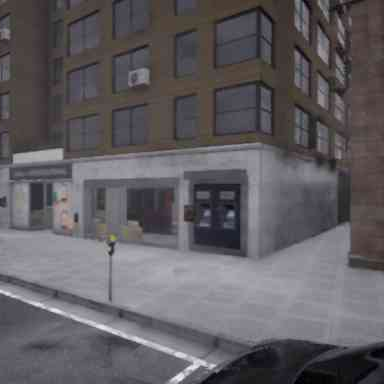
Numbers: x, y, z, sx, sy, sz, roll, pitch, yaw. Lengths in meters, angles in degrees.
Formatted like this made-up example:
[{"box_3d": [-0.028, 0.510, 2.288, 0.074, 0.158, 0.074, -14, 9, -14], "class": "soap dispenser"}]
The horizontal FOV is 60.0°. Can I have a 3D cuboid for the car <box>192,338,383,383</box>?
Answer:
[{"box_3d": [1.837, 1.565, 1.761, 4.313, 1.339, 1.947, 0, 0, 36], "class": "car"}]
